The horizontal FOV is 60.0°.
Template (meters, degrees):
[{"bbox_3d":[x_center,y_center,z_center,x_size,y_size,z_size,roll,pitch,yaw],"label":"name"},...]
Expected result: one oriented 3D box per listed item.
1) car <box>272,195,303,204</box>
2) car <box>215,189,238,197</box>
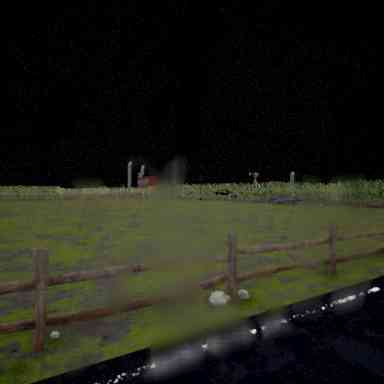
[{"bbox_3d":[15.828,1.248,55.477,2.033,1.411,5.357,1,0,-35],"label":"car"},{"bbox_3d":[7.020,0.449,68.143,2.150,2.045,5.566,1,0,-35],"label":"car"}]
